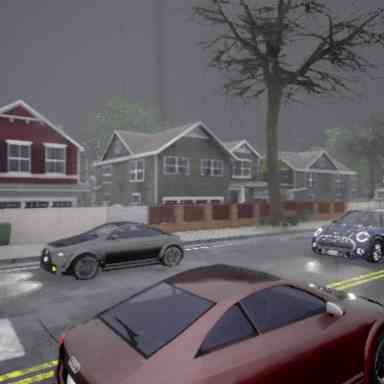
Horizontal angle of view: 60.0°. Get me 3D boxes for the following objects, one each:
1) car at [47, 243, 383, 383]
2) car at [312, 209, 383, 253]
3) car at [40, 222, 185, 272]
[{"bbox_3d":[0.659,1.588,3.906,4.181,1.385,1.994,0,0,-36],"label":"car"},{"bbox_3d":[6.506,1.434,12.351,4.553,1.767,2.097,0,0,-36],"label":"car"},{"bbox_3d":[-2.268,1.618,10.055,4.181,1.385,1.994,0,0,-36],"label":"car"}]
